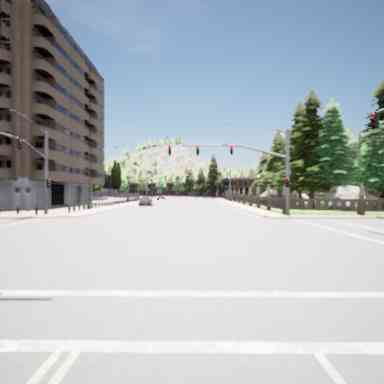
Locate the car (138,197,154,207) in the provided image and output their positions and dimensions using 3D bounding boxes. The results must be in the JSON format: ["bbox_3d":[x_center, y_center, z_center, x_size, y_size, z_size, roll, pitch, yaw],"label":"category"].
[{"bbox_3d":[-7.002,1.520,50.870,1.812,1.442,4.674,0,0,0],"label":"car"}]
